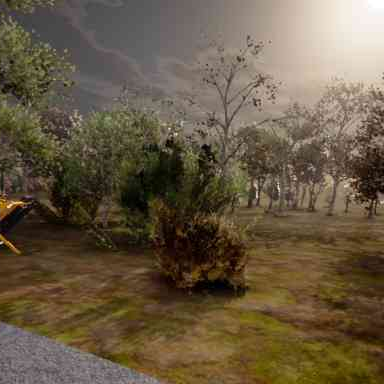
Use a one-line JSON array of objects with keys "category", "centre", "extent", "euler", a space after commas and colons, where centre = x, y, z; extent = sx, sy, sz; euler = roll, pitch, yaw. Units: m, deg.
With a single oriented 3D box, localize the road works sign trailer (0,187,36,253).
[{"category": "road works sign trailer", "centre": [-7.411, 1.194, 13.062], "extent": [2.880, 2.380, 3.560], "euler": [46, -7, -7]}]
